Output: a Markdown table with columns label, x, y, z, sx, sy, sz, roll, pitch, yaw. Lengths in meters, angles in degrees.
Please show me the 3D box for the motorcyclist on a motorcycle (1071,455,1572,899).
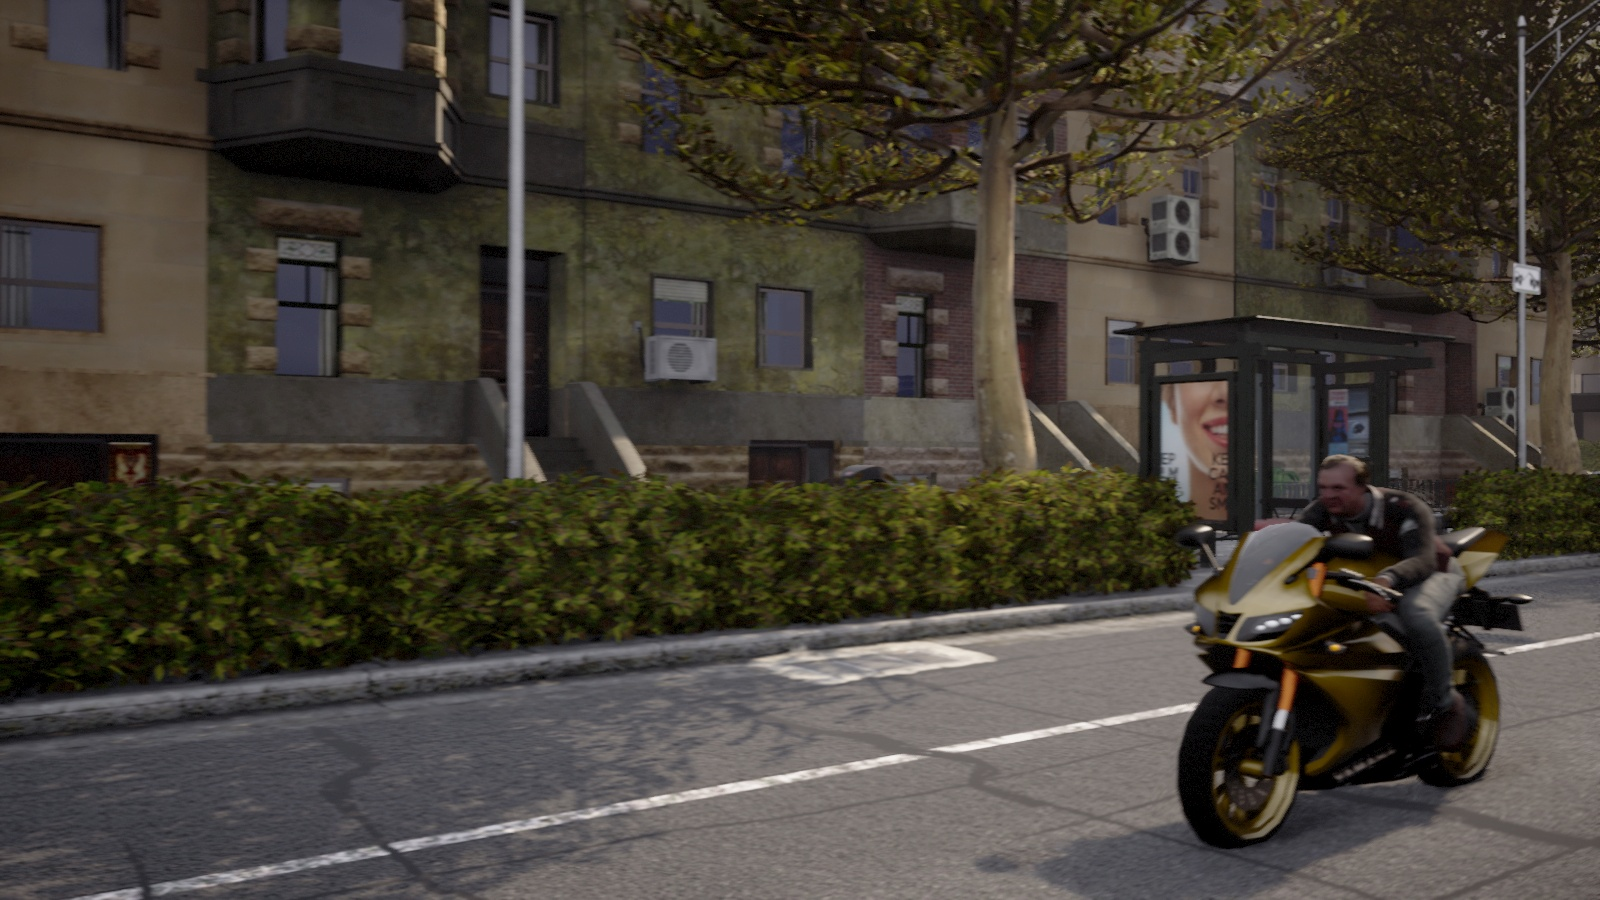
| label | x | y | z | sx | sy | sz | roll | pitch | yaw |
| --- | --- | --- | --- | --- | --- | --- | --- | --- | --- |
| motorcyclist on a motorcycle | 2.211 | 0.788 | 5.198 | 2.191 | 1.530 | 0.866 | 0 | 0 | -35 |
